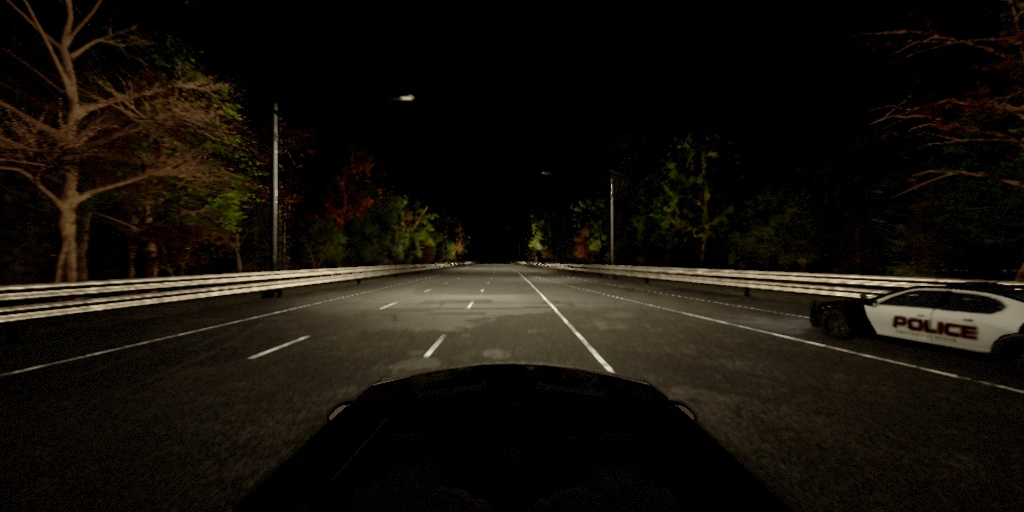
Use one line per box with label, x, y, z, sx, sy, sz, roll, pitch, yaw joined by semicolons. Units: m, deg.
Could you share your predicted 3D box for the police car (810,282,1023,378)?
police car;9.190;1.329;7.596;2.038;1.542;4.974;0;-1;-10
